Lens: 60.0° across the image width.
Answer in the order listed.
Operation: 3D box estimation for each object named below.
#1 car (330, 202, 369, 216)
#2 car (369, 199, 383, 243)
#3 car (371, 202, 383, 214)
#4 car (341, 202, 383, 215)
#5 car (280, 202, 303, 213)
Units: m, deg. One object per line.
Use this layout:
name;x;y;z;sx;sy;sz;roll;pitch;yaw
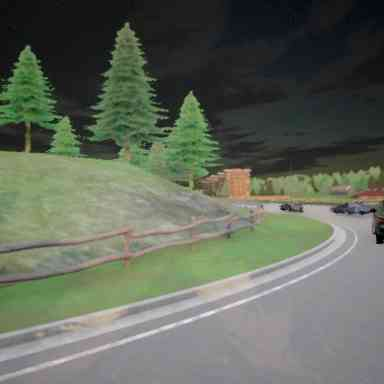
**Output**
car;17.937;1.967;38.140;2.033;1.411;5.357;0;-1;-6
car;10.307;1.385;16.619;2.150;2.045;5.566;0;0;26
car;24.478;1.968;41.295;1.994;1.385;4.181;0;-1;-3
car;21.245;1.990;41.750;2.033;1.411;5.357;0;-1;-8
car;13.688;2.071;45.861;2.128;1.511;4.902;0;-1;-4
